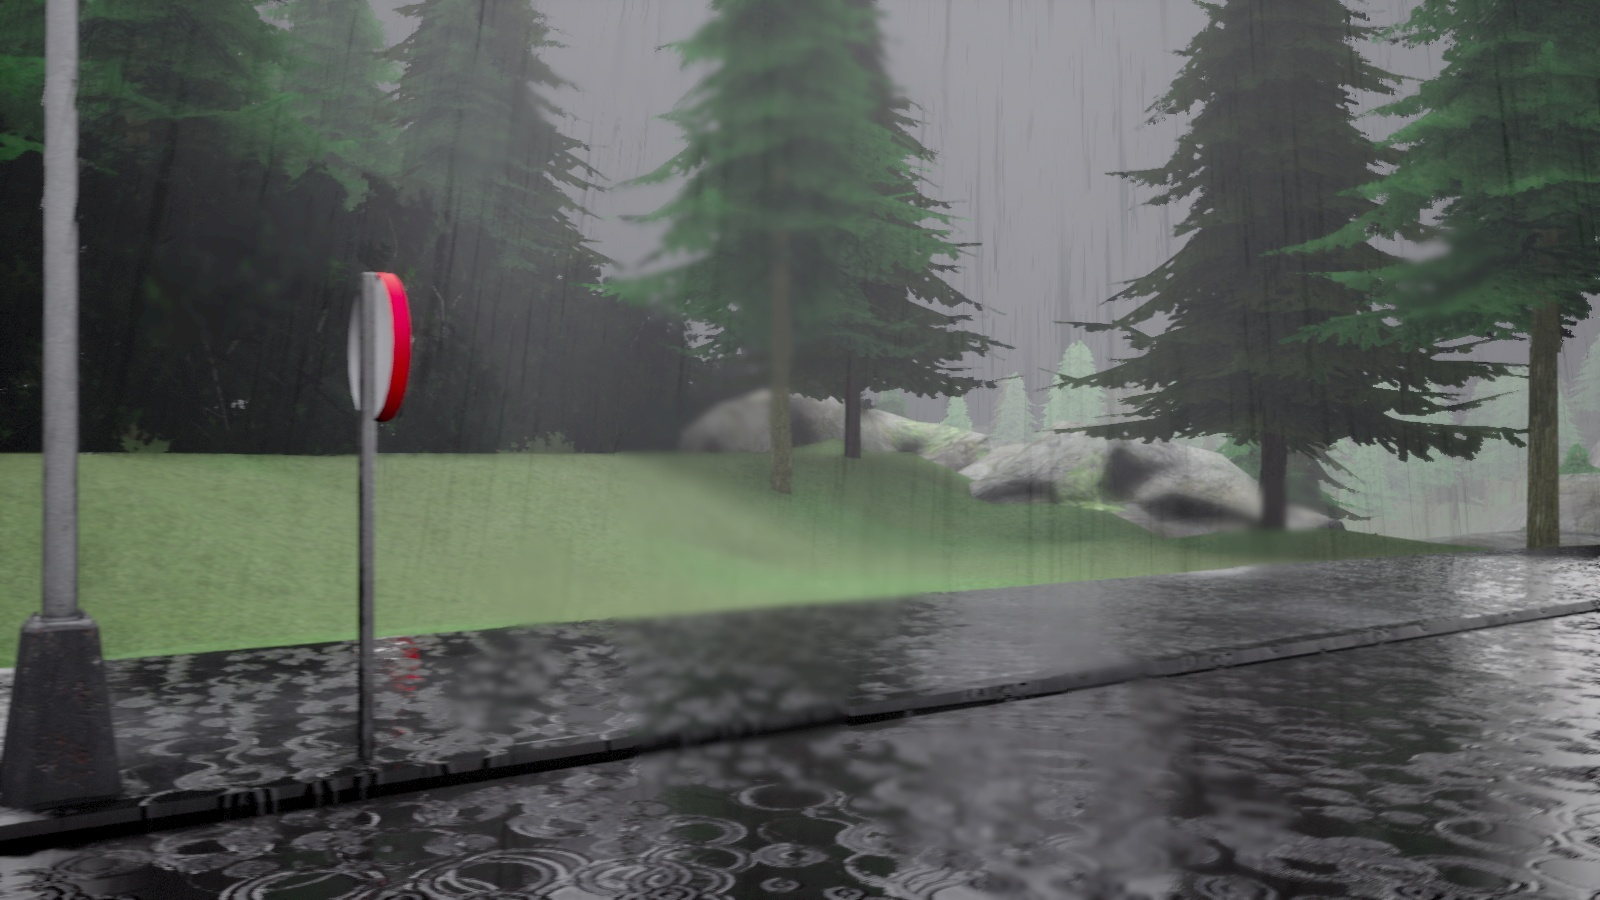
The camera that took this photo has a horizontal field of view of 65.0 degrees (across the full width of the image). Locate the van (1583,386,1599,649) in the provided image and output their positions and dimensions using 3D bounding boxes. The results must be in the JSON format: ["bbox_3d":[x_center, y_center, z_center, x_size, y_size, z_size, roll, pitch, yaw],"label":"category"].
[{"bbox_3d":[8.319,0.504,10.038,4.442,1.987,1.775,0,0,-33],"label":"van"}]
